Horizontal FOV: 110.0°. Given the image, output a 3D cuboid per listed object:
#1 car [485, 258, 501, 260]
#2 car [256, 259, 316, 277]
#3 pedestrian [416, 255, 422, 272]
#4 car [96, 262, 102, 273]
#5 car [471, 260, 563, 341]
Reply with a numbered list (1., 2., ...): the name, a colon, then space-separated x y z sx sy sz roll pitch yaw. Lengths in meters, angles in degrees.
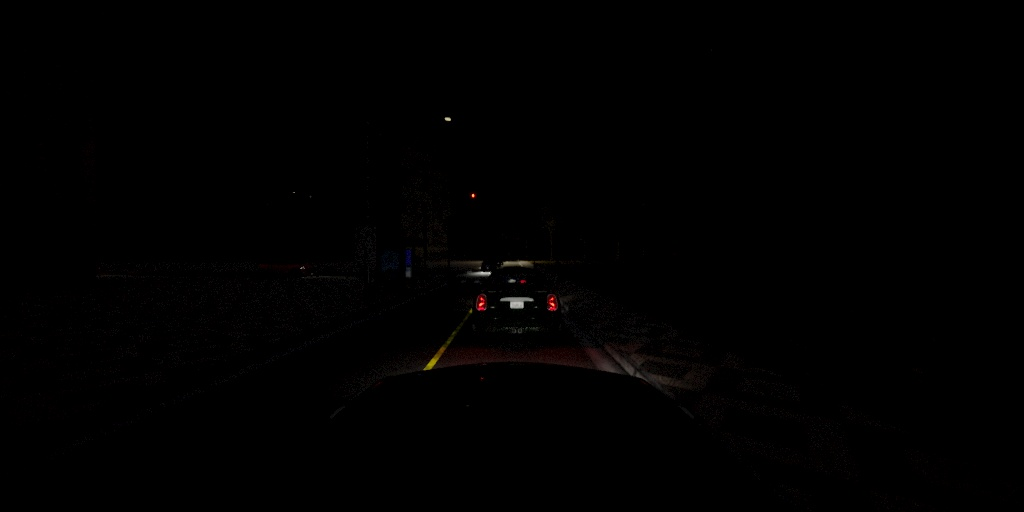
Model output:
1. car: -2.949 1.173 46.213 2.128 1.511 4.902 0 0 0
2. car: -20.189 1.022 32.228 4.553 1.767 2.097 0 1 2
3. pedestrian: -9.965 0.783 38.170 0.375 1.860 0.375 0 0 2
4. car: -44.294 1.076 36.064 4.892 1.490 1.837 0 1 2
5. car: 0.117 1.095 10.016 2.097 1.767 4.553 0 0 0
